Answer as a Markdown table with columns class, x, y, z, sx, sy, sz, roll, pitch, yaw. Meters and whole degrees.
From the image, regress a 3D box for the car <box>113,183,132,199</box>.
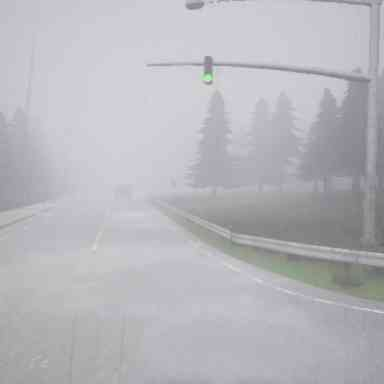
| class | x | y | z | sx | sy | sz | roll | pitch | yaw |
| --- | --- | --- | --- | --- | --- | --- | --- | --- | --- |
| car | -9.777 | -0.085 | 47.547 | 2.150 | 2.045 | 5.566 | 1 | 1 | -14 |
